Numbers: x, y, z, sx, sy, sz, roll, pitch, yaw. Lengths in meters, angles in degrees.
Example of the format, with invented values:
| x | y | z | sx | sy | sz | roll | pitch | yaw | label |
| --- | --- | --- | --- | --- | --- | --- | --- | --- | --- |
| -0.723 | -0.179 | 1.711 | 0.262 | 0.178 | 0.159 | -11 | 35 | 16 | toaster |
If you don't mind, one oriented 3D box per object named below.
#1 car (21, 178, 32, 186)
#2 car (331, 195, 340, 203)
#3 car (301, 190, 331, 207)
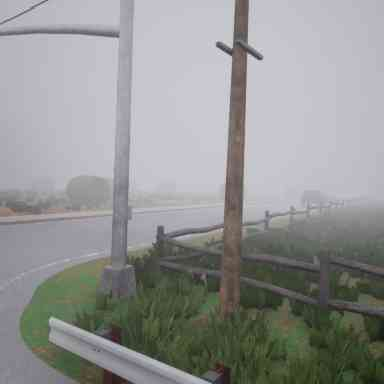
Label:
| x | y | z | sx | sy | sz | roll | pitch | yaw | label |
| --- | --- | --- | --- | --- | --- | --- | --- | --- | --- |
| -39.171 | -2.324 | 79.237 | 1.905 | 1.878 | 3.866 | 8 | 2 | -13 | car |
| 21.167 | 1.133 | 50.725 | 1.994 | 1.385 | 4.181 | 3 | 2 | 33 | car |
| 15.415 | 0.811 | 41.828 | 2.150 | 2.045 | 5.566 | 3 | 2 | 34 | car |
